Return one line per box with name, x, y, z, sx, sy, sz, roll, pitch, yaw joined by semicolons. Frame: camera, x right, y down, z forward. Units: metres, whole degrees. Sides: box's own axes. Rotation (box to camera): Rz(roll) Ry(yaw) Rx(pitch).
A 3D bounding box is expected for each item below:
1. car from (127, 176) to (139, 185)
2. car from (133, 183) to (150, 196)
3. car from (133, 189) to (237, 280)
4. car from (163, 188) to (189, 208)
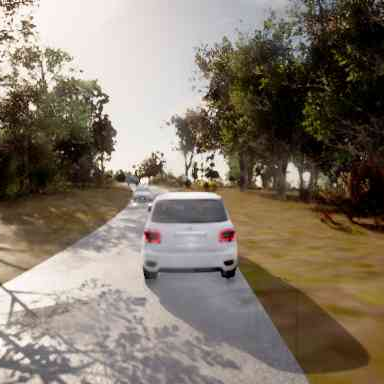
car;-12.949;-2.500;72.901;2.150;2.045;5.566;0;3;-16
car;-4.893;0.186;33.296;1.812;1.442;4.674;1;4;-7
car;-0.108;1.013;9.457;2.150;2.045;5.566;-1;2;-2
car;-1.528;0.458;29.998;2.033;1.411;5.357;0;4;-6
